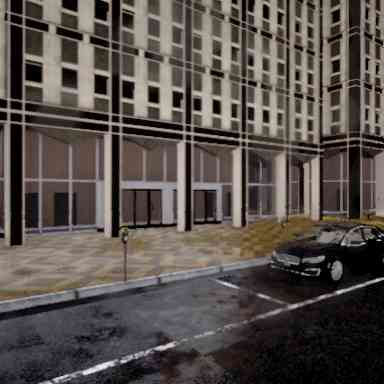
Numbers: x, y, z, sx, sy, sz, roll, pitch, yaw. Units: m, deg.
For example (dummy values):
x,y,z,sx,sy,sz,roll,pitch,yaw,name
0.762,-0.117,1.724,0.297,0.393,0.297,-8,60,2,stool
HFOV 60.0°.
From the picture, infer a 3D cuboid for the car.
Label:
x,y,z,sx,sy,sz,roll,pitch,yaw,name
4.132,1.550,9.508,4.403,1.369,2.008,0,0,-36,car
